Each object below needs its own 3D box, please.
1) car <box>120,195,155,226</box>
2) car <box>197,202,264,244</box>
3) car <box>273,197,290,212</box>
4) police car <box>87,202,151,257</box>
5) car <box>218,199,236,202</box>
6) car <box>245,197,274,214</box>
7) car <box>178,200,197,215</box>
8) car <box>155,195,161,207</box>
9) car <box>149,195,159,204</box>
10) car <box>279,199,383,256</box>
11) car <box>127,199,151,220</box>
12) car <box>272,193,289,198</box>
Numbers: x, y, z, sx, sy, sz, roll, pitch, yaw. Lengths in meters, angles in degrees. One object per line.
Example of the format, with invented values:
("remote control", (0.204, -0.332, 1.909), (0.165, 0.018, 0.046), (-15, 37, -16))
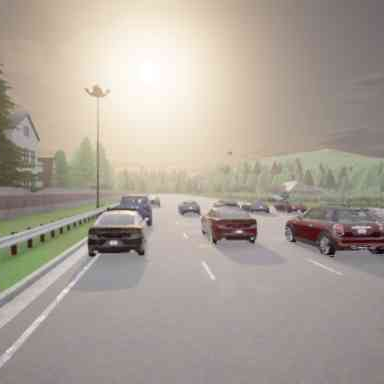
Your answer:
("car", (-3.830, 1.183, 22.935), (2.150, 2.045, 5.566), (0, 0, -6))
("car", (1.620, 1.447, 15.868), (1.882, 1.535, 5.008), (0, 0, -6))
("car", (10.150, 1.533, 34.474), (1.895, 1.301, 4.718), (0, 0, -6))
("police car", (-2.753, 1.402, 13.074), (1.930, 1.638, 5.238), (0, 0, -6))
("car", (3.326, 1.443, 32.470), (1.837, 1.490, 4.892), (0, 0, -6))
("car", (6.592, 1.496, 34.820), (1.994, 1.385, 4.181), (0, 0, -6))
("car", (-0.325, 1.501, 33.670), (1.994, 1.385, 4.181), (0, 0, -6))
("car", (-5.561, 1.404, 48.480), (2.128, 1.511, 4.902), (0, 0, -6))
("car", (-7.191, 1.390, 63.401), (1.837, 1.490, 4.892), (0, 0, -6))
("car", (5.432, 1.325, 13.204), (2.097, 1.767, 4.553), (0, 0, -6))
("car", (-4.479, 1.453, 28.870), (1.837, 1.490, 4.892), (0, 0, -6))
("car", (16.083, 1.094, 61.403), (3.866, 1.878, 1.905), (0, 0, -6))
